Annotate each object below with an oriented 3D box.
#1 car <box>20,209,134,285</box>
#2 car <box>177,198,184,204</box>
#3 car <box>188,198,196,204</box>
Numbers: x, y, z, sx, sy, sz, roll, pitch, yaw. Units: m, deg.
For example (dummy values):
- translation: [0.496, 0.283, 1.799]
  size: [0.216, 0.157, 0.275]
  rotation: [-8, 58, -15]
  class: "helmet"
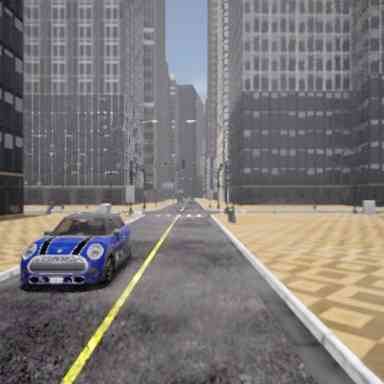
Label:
- translation: [-3.103, 1.442, 9.853]
  size: [2.097, 1.767, 4.553]
  rotation: [0, -1, 0]
  class: "car"
- translation: [-3.038, 2.364, 87.638]
  size: [1.837, 1.490, 4.892]
  rotation: [0, -1, 0]
  class: "car"
- translation: [-0.036, 2.368, 83.901]
  size: [2.033, 1.411, 5.357]
  rotation: [0, -1, 0]
  class: "car"
